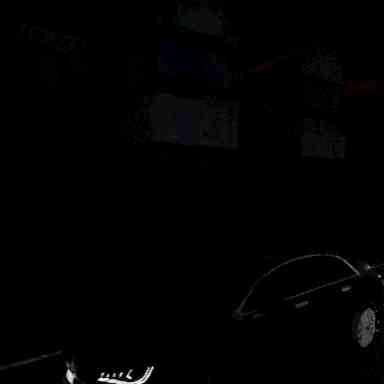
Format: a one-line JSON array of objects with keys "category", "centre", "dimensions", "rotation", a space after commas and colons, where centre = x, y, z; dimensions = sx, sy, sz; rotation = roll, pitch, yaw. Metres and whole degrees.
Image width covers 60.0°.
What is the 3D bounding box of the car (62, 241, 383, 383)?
[{"category": "car", "centre": [0.808, 1.514, 4.589], "dimensions": [4.892, 1.490, 1.837], "rotation": [0, 0, -36]}]
